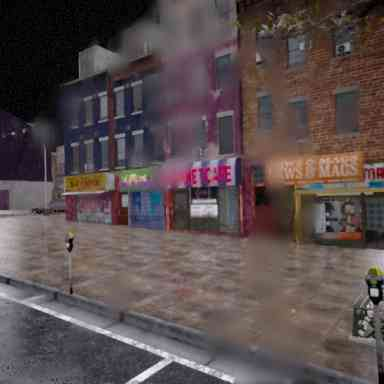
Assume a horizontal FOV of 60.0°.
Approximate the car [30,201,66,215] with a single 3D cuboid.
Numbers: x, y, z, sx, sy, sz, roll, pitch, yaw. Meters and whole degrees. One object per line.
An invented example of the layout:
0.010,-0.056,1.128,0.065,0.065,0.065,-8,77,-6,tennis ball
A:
-14.068,1.613,35.114,2.033,1.411,5.357,-2,-1,36,car
